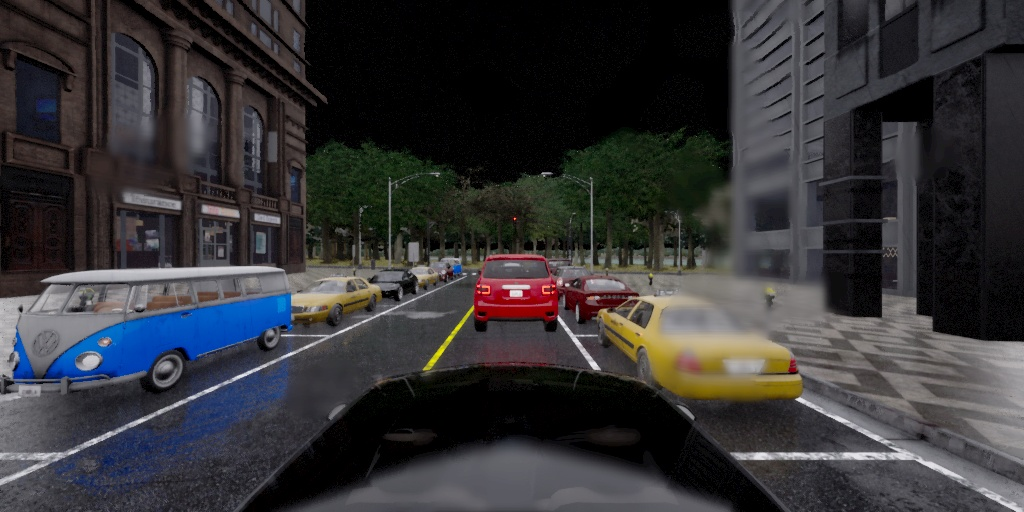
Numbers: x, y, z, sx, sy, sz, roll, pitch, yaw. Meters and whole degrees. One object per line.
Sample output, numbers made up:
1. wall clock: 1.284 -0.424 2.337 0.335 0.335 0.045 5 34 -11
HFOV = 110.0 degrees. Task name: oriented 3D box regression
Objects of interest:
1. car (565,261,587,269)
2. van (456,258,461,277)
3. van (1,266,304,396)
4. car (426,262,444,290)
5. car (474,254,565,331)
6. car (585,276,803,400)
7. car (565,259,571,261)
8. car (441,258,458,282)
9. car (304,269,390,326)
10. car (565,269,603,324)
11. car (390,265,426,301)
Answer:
1. car: 2.764 1.191 17.257 1.967 1.591 4.097 0 0 0
2. van: -5.760 1.096 33.570 1.690 1.789 3.998 0 0 0
3. van: -5.763 1.091 6.383 1.690 1.789 3.998 0 0 0
4. car: -5.761 1.277 22.525 1.751 1.417 4.829 0 0 0
5. car: 0.104 0.972 11.077 2.150 2.045 5.566 0 0 0
6. car: 2.763 1.275 6.552 1.751 1.417 4.829 0 0 0
7. car: 2.764 1.067 22.694 2.192 1.841 5.009 0 0 0
8. car: -5.760 1.193 28.133 1.967 1.591 4.097 0 0 0
9. car: -5.762 1.276 11.651 1.751 1.417 4.829 0 0 0
10. car: 2.763 1.295 11.819 1.888 1.381 4.507 0 0 0
11. car: -5.762 1.317 17.258 1.948 1.339 4.313 0 0 0
